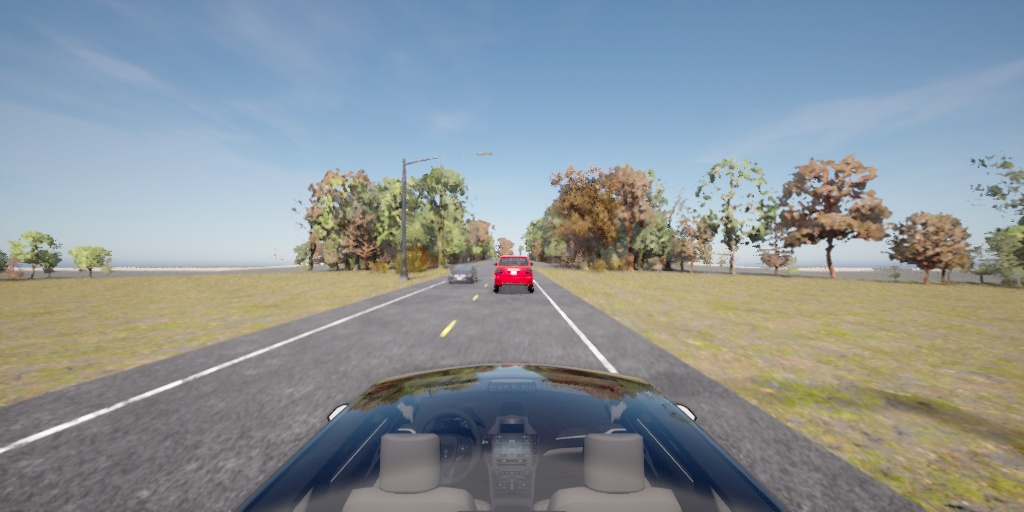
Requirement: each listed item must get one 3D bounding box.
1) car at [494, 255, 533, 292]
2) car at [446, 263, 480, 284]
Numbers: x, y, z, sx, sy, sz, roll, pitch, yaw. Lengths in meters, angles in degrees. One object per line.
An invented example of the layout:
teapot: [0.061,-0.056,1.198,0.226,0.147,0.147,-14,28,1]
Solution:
car: [0.097,0.972,21.510,2.150,2.045,5.566,0,0,0]
car: [-3.581,1.275,26.878,1.812,1.442,4.674,0,0,0]
